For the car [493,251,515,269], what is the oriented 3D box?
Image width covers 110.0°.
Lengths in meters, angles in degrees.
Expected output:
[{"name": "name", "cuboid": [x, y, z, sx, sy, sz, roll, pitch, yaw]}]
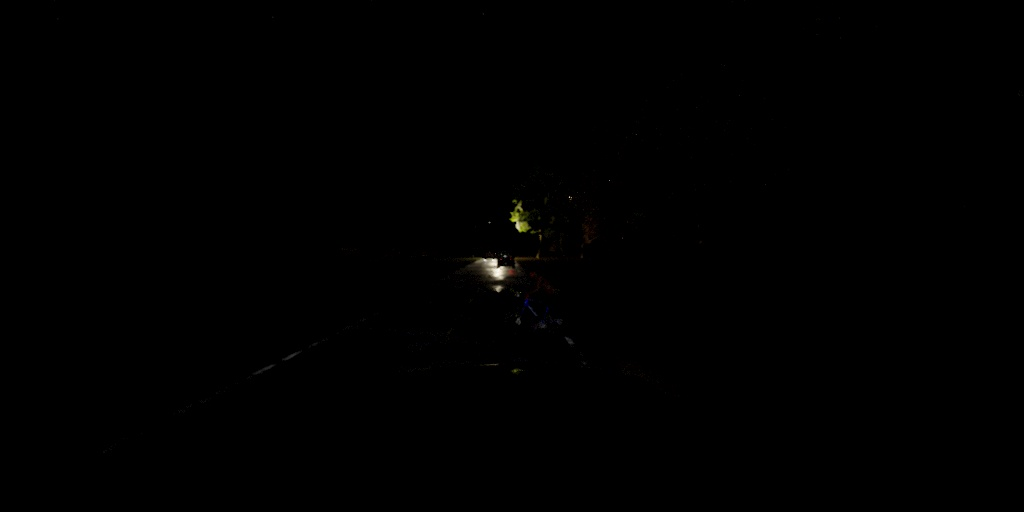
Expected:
[{"name": "car", "cuboid": [-0.663, 0.515, 38.194, 2.128, 1.511, 4.902, 0, 1, -1]}]

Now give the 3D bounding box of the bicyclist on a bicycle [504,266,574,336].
[{"name": "bicyclist on a bicycle", "cuboid": [0.634, 1.068, 8.374, 1.656, 1.620, 0.582, 0, 1, -1]}]
